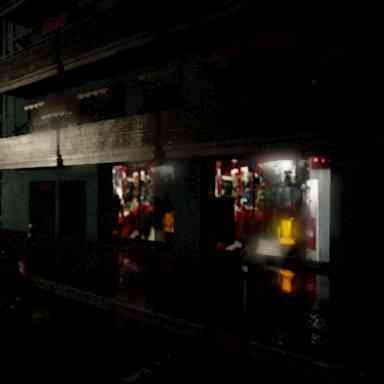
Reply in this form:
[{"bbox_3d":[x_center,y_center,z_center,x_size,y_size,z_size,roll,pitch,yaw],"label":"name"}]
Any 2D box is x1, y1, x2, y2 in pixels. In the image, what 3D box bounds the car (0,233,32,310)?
[{"bbox_3d":[-4.934,1.379,6.420,4.097,1.590,1.967,1,0,36],"label":"car"}]
